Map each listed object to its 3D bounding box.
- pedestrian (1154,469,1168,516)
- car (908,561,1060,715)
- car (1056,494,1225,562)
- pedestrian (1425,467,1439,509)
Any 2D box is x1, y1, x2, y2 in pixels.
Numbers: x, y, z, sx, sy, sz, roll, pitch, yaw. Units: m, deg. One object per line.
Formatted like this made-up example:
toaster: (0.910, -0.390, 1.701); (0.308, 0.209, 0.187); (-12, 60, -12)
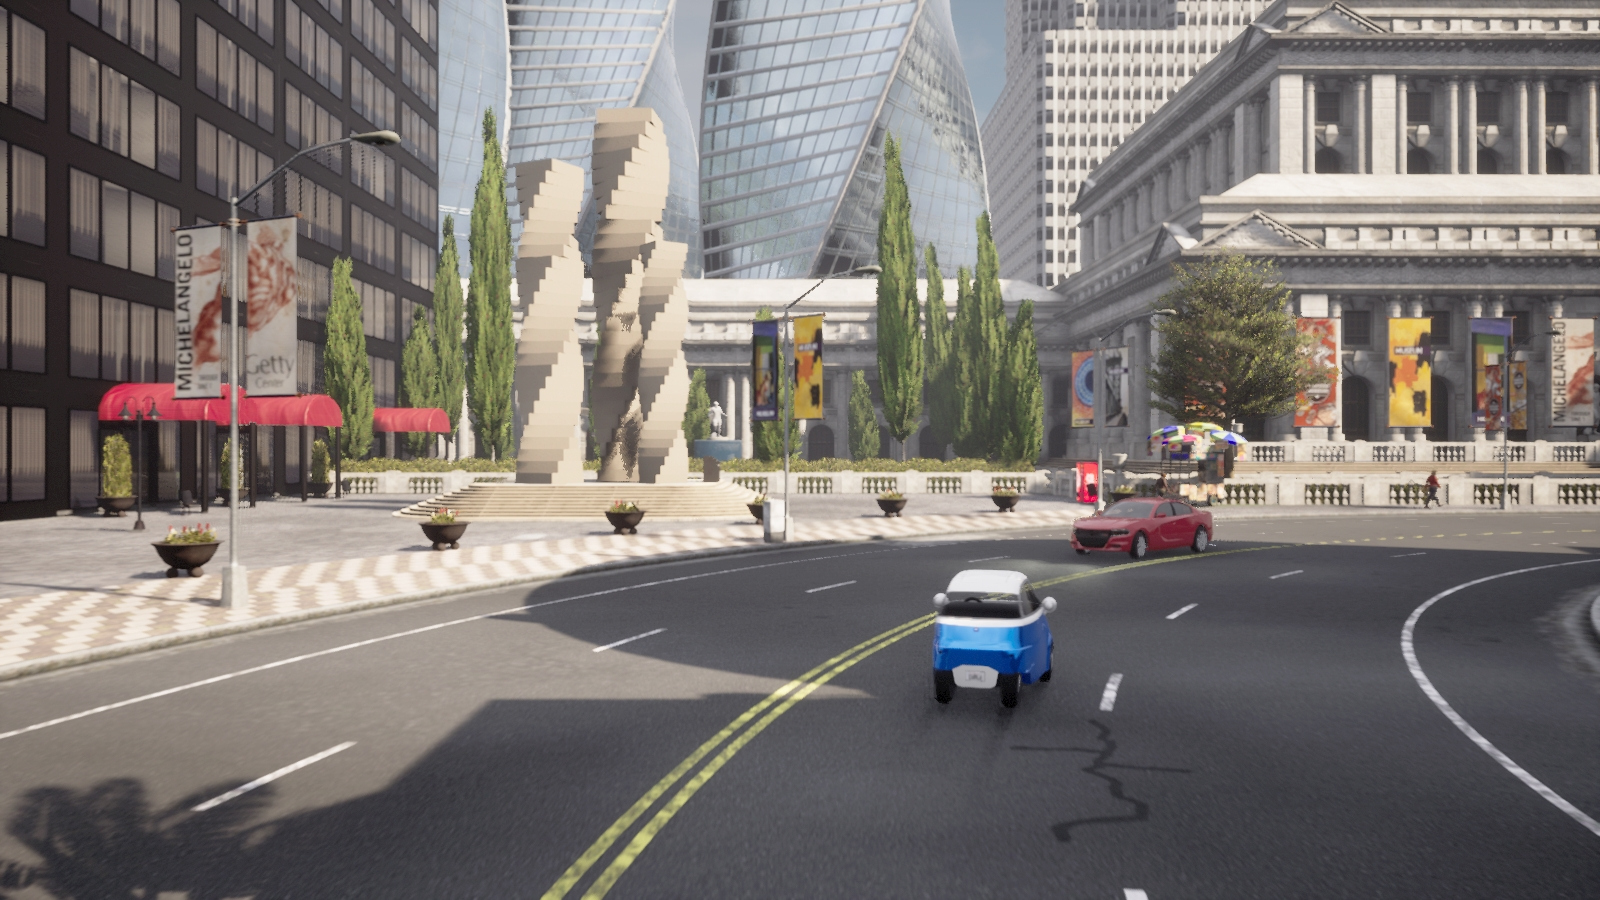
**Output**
pedestrian: (14.551, 1.706, 46.095); (0.375, 1.860, 0.375); (0, 0, -20)
car: (2.214, 2.123, 13.425); (1.481, 1.376, 2.207); (0, 0, 17)
car: (9.320, 2.041, 31.026); (5.006, 1.535, 2.097); (0, 0, -42)
pedestrian: (28.405, 1.707, 51.359); (0.375, 1.860, 0.375); (0, 0, -11)
